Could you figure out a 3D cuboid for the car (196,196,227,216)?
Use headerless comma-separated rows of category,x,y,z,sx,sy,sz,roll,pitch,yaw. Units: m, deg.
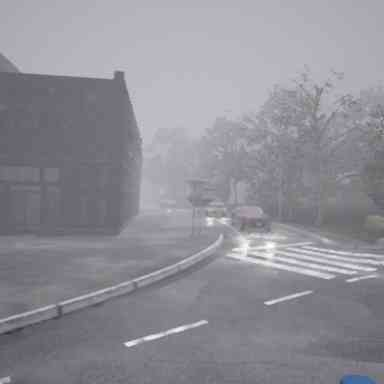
car,2.054,1.467,36.062,2.150,2.045,5.566,2,-1,-14

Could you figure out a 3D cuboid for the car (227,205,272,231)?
car,3.840,1.625,22.148,1.882,1.535,5.008,2,0,-3

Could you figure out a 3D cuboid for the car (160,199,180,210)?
car,-3.485,1.877,51.504,1.882,1.535,5.008,3,-2,-24
